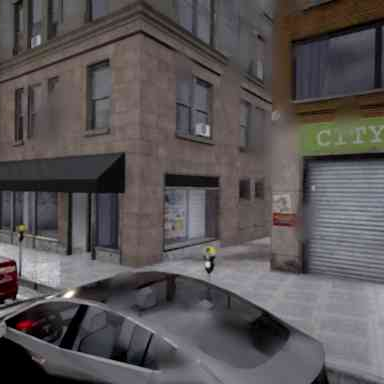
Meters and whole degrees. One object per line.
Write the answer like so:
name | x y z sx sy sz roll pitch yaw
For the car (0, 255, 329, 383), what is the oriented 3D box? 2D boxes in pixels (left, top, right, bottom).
car | -0.819 1.566 3.538 4.313 1.339 1.947 0 1 36
